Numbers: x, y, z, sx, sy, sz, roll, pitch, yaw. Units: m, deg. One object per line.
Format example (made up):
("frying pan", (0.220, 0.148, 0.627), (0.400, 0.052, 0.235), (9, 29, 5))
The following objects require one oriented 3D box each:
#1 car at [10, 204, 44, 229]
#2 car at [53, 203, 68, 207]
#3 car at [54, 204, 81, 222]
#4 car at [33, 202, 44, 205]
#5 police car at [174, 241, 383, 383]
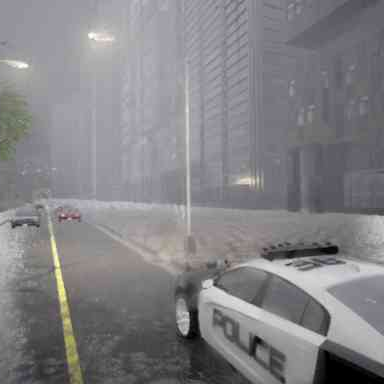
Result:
("car", (-12.384, 1.908, 24.964), (2.033, 1.411, 5.357), (0, -1, -24))
("car", (-15.751, 2.040, 40.370), (2.128, 1.511, 4.902), (0, -1, -23))
("car", (-11.261, 2.015, 30.297), (1.895, 1.301, 4.718), (0, -1, -24))
("car", (-26.108, 2.390, 56.306), (1.895, 1.301, 4.718), (0, -1, -24))
("police car", (1.283, 1.472, 4.270), (1.930, 1.638, 5.238), (0, -1, -24))
